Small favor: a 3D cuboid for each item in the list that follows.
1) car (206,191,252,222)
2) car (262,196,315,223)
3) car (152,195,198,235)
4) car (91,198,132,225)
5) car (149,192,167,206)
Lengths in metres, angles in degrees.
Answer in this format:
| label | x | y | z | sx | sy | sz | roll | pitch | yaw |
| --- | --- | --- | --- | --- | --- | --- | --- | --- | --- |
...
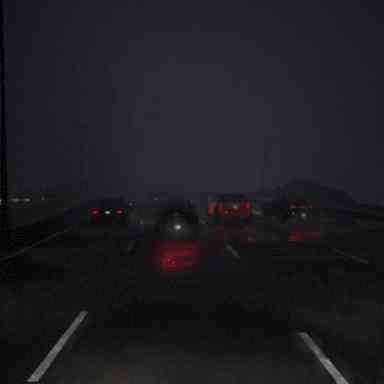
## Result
| label | x | y | z | sx | sy | sz | roll | pitch | yaw |
| --- | --- | --- | --- | --- | --- | --- | --- | --- | --- |
| car | 2.204 | 0.816 | 20.839 | 2.097 | 1.767 | 4.553 | 0 | 1 | -6 |
| car | 5.775 | 0.965 | 20.412 | 2.128 | 1.511 | 4.902 | 0 | 1 | -6 |
| car | -0.777 | 1.096 | 15.854 | 1.837 | 1.490 | 4.892 | 0 | 1 | -5 |
| car | -4.653 | 1.044 | 19.609 | 2.033 | 1.411 | 5.357 | 0 | 1 | -7 |
| car | -3.381 | 0.669 | 34.274 | 2.033 | 1.411 | 5.357 | 0 | 1 | -11 |
